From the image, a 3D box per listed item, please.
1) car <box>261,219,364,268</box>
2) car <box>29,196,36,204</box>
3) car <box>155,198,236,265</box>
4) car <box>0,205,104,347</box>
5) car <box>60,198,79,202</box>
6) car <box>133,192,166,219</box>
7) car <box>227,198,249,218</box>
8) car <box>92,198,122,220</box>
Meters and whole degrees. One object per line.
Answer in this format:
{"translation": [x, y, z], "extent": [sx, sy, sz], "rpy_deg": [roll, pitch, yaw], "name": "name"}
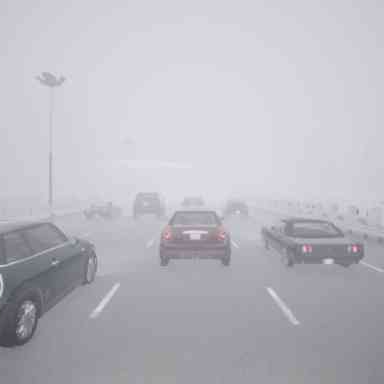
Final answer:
{"translation": [3.598, 1.523, 10.975], "extent": [1.895, 1.301, 4.718], "rpy_deg": [0, 0, 0], "name": "car"}
{"translation": [-28.023, 1.389, 59.000], "extent": [1.837, 1.490, 4.892], "rpy_deg": [0, -1, 1], "name": "car"}
{"translation": [0.097, 1.270, 11.539], "extent": [2.097, 1.767, 4.553], "rpy_deg": [0, 0, 0], "name": "car"}
{"translation": [-3.407, 1.306, 6.409], "extent": [2.097, 1.767, 4.553], "rpy_deg": [0, 0, 0], "name": "car"}
{"translation": [-21.048, 1.373, 57.203], "extent": [1.837, 1.490, 4.892], "rpy_deg": [0, -1, 1], "name": "car"}
{"translation": [-3.403, 1.031, 27.242], "extent": [2.150, 2.045, 5.566], "rpy_deg": [0, 0, 0], "name": "car"}
{"translation": [3.597, 1.308, 28.239], "extent": [1.837, 1.490, 4.892], "rpy_deg": [0, 0, 0], "name": "car"}
{"translation": [-6.903, 1.416, 26.365], "extent": [1.895, 1.301, 4.718], "rpy_deg": [0, 0, 0], "name": "car"}
